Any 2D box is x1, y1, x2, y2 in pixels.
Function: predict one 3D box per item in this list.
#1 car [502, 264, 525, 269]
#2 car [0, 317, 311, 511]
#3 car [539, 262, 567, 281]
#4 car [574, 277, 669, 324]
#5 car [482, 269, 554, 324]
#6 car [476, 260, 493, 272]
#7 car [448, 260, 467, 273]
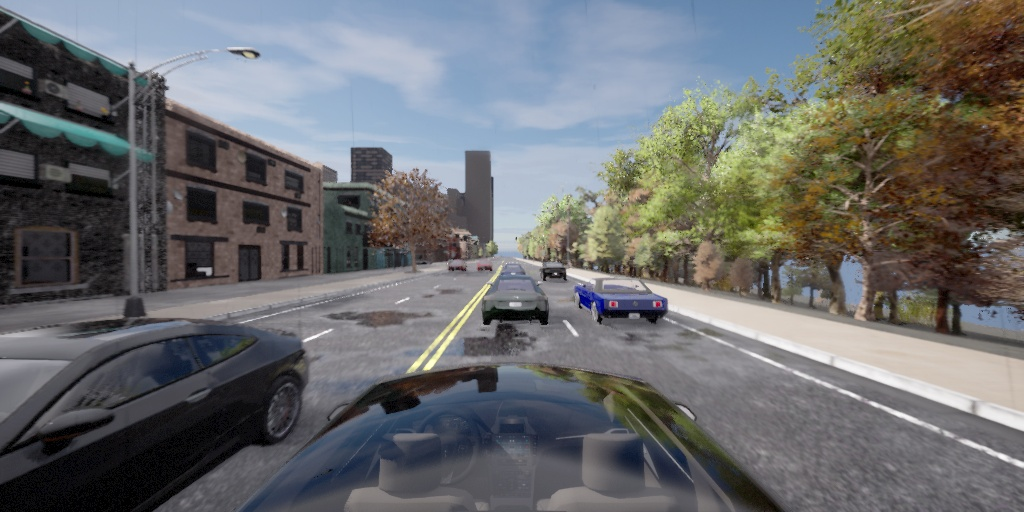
[{"bbox_3d":[0.097,1.304,29.156,1.994,1.385,4.181,0,0,0],"label":"car"},{"bbox_3d":[-3.352,1.276,2.575,1.812,1.442,4.674,0,0,0],"label":"car"},{"bbox_3d":[3.347,1.217,29.944,1.882,1.535,5.008,0,0,0],"label":"car"},{"bbox_3d":[3.348,1.347,12.021,1.895,1.301,4.718,0,0,0],"label":"car"},{"bbox_3d":[0.099,1.310,11.955,1.994,1.385,4.181,0,0,0],"label":"car"},{"bbox_3d":[-3.459,1.213,45.888,1.882,1.535,5.008,0,0,-1],"label":"car"},{"bbox_3d":[-6.688,1.214,44.197,1.882,1.535,5.008,0,0,-1],"label":"car"}]
